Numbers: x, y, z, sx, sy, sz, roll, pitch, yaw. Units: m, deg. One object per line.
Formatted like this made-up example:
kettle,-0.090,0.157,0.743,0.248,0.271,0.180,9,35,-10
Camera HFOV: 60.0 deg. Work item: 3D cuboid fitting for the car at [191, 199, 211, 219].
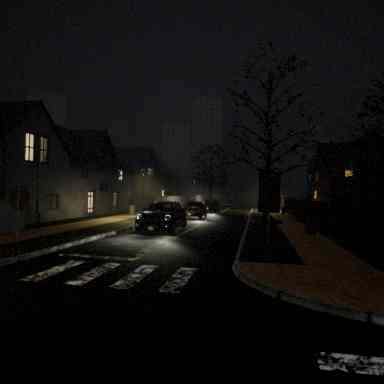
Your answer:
car,0.222,1.550,29.388,1.812,1.442,4.674,1,0,11

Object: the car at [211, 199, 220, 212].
car,2.226,1.561,39.587,2.128,1.511,4.902,1,0,11

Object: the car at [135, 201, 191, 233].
car,-1.699,1.335,19.526,2.097,1.767,4.553,1,0,11
